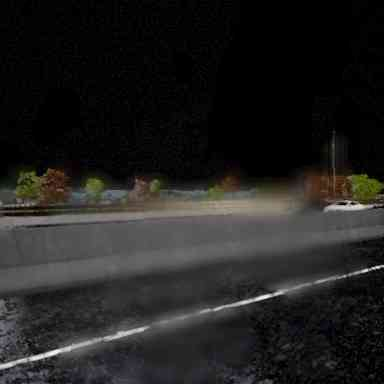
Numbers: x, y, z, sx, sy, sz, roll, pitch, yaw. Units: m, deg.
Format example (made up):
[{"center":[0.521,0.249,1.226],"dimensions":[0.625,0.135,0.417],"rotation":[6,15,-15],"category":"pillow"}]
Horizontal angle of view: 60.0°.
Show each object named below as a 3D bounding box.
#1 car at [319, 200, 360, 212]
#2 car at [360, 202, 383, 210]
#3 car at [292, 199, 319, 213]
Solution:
[{"center":[14.264,1.540,31.013],"dimensions":[4.674,1.442,1.812],"rotation":[0,0,-34],"category":"car"},{"center":[16.655,1.580,28.402],"dimensions":[4.181,1.385,1.994],"rotation":[0,0,-34],"category":"car"},{"center":[12.363,1.491,33.946],"dimensions":[5.008,1.535,1.882],"rotation":[0,0,-34],"category":"car"}]
